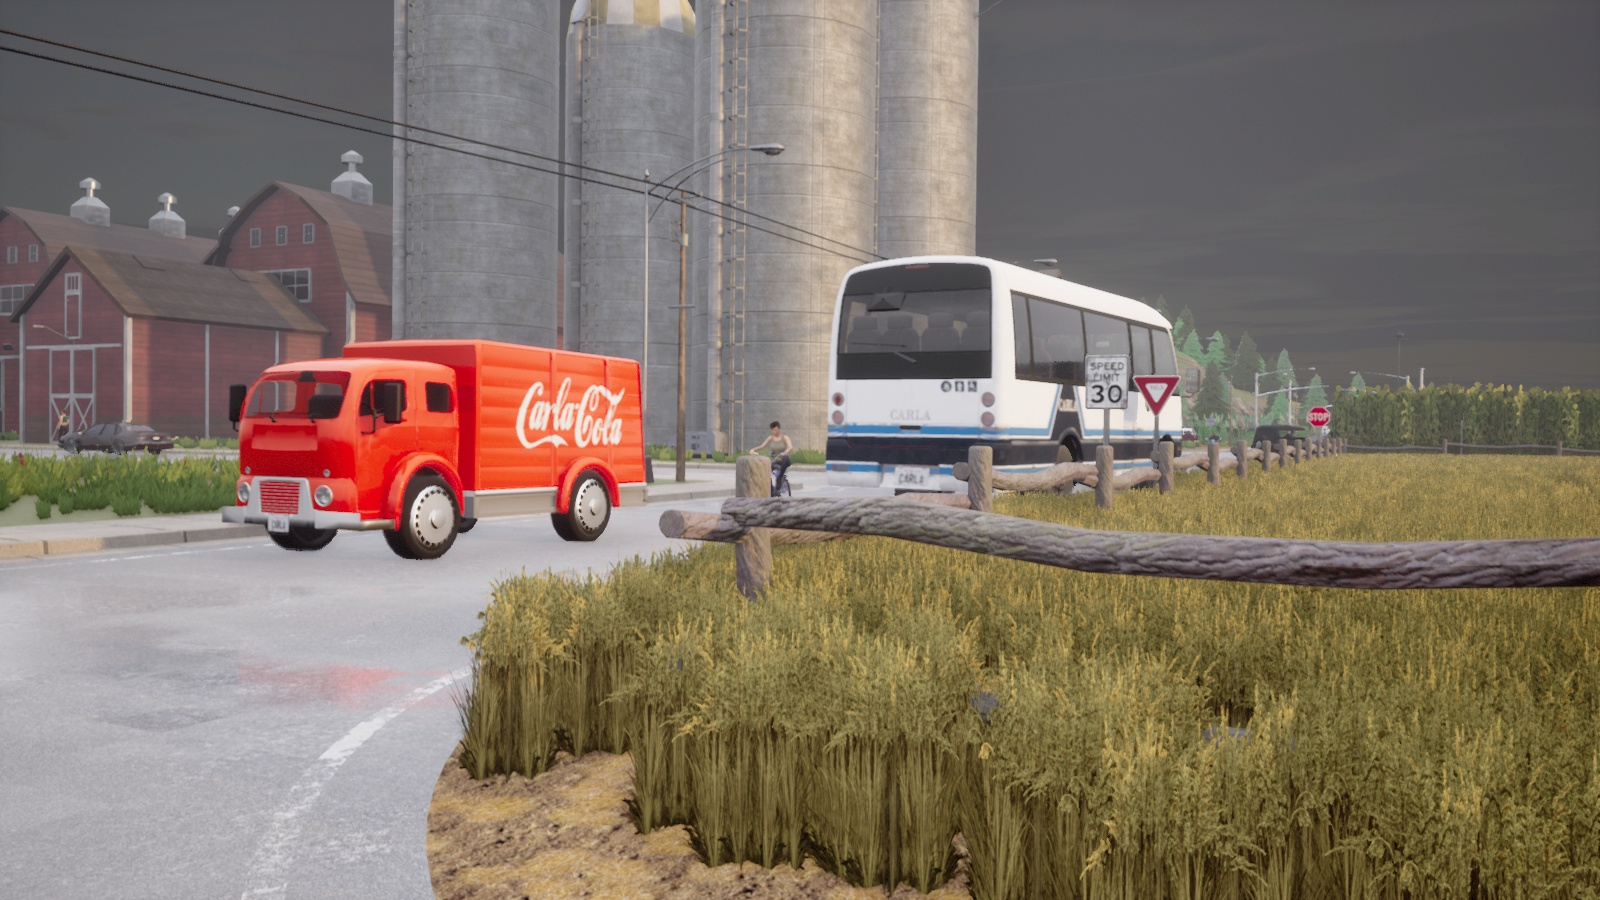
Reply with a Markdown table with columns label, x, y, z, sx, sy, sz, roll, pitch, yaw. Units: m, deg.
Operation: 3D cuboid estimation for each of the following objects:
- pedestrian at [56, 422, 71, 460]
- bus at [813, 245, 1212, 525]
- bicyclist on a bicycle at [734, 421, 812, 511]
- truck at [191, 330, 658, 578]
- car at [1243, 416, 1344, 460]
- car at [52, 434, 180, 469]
| label | x | y | z | sx | sy | sz | roll | pitch | yaw |
| --- | --- | --- | --- | --- | --- | --- | --- | --- | --- |
| pedestrian | -35.686 | -0.416 | 60.843 | 0.594 | 1.836 | 0.345 | 0 | 1 | 30 |
| bus | 4.662 | -1.089 | 24.470 | 3.944 | 4.253 | 10.273 | 1 | 1 | 33 |
| bicyclist on a bicycle | -0.484 | 0.277 | 23.354 | 0.866 | 1.612 | 1.509 | 0 | 1 | 23 |
| truck | -4.275 | 0.020 | 15.373 | 2.627 | 2.467 | 5.204 | 0 | 0 | 26 |
| car | 21.825 | -0.552 | 55.563 | 3.866 | 1.878 | 1.905 | -1 | 1 | -20 |
| car | -29.229 | 0.057 | 53.629 | 5.357 | 1.411 | 2.033 | 0 | 1 | 26 |
